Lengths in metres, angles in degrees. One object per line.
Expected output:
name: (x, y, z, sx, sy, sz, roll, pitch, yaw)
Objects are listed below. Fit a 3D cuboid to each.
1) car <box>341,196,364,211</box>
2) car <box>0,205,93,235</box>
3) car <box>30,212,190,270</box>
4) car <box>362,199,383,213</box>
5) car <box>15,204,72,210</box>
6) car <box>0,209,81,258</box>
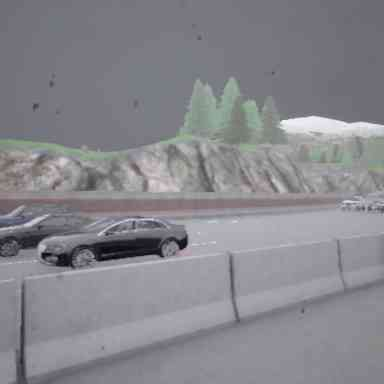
car: (23.240, 1.640, 47.806, 2.150, 2.045, 5.566, 0, 0, 40)
car: (-8.428, 1.564, 19.480, 4.674, 1.442, 1.812, 1, 0, -36)
car: (-2.359, 1.531, 10.931, 4.902, 1.511, 2.128, 1, 0, -36)
car: (24.839, 1.906, 44.315, 2.128, 1.511, 4.902, 0, 0, 41)
car: (-7.673, 1.376, 15.733, 4.553, 1.767, 2.097, 1, 0, -36)
car: (-5.497, 1.552, 12.984, 4.674, 1.442, 1.812, 1, 0, -36)
